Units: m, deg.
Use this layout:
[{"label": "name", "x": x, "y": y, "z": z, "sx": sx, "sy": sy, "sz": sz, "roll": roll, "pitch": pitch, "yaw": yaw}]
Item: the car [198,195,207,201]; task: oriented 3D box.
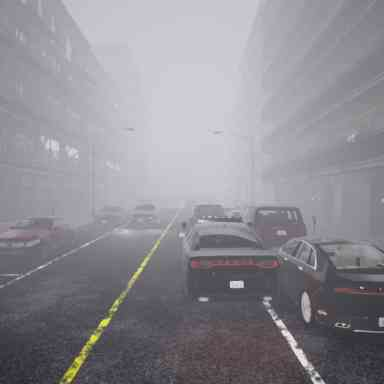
[{"label": "car", "x": 2.673, "y": 1.511, "z": 86.132, "sx": 2.008, "sy": 1.369, "sz": 4.403, "roll": 1, "pitch": 0, "yaw": 0}]

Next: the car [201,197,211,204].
[{"label": "car", "x": 2.681, "y": 1.564, "z": 63.451, "sx": 1.802, "sy": 1.307, "sz": 4.206, "roll": 1, "pitch": 0, "yaw": 0}]

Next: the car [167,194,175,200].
[{"label": "car", "x": -5.707, "y": 1.394, "z": 91.867, "sx": 1.967, "sy": 1.590, "sz": 4.097, "roll": 1, "pitch": 0, "yaw": 0}]

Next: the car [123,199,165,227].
[{"label": "car", "x": -3.110, "y": 1.503, "z": 22.663, "sx": 1.837, "sy": 1.490, "sz": 4.892, "roll": 0, "pitch": 0, "yaw": 0}]

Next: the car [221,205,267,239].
[{"label": "car", "x": 2.694, "y": 1.526, "z": 18.253, "sx": 1.752, "sy": 1.417, "sz": 4.829, "roll": 1, "pitch": 0, "yaw": 0}]

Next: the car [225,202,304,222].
[{"label": "car", "x": 2.699, "y": 1.316, "z": 12.412, "sx": 2.192, "sy": 1.841, "sz": 5.009, "roll": 1, "pitch": 0, "yaw": 0}]

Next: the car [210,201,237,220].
[{"label": "car", "x": 2.691, "y": 1.543, "z": 29.424, "sx": 1.887, "sy": 1.381, "sz": 4.507, "roll": 1, "pitch": 0, "yaw": 0}]

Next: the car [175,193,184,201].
[{"label": "car", "x": -3.028, "y": 1.186, "z": 82.123, "sx": 2.150, "sy": 2.045, "sz": 5.566, "roll": 0, "pitch": 0, "yaw": 0}]

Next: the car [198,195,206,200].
[{"label": "car", "x": 2.671, "y": 1.505, "z": 91.803, "sx": 2.008, "sy": 1.369, "sz": 4.403, "roll": 1, "pitch": 0, "yaw": 0}]

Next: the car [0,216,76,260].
[{"label": "car", "x": -5.685, "y": 1.583, "z": 12.467, "sx": 1.802, "sy": 1.307, "sz": 4.206, "roll": 1, "pitch": 0, "yaw": 0}]

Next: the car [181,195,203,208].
[{"label": "car", "x": -0.004, "y": 1.485, "z": 44.917, "sx": 2.128, "sy": 1.511, "sz": 4.902, "roll": 0, "pitch": 0, "yaw": 0}]

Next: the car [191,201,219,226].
[{"label": "car", "x": 0.836, "y": 1.505, "z": 24.349, "sx": 1.837, "sy": 1.490, "sz": 4.892, "roll": 0, "pitch": 0, "yaw": 0}]

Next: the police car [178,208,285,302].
[{"label": "police car", "x": 0.694, "y": 1.426, "z": 8.444, "sx": 1.930, "sy": 1.638, "sz": 5.238, "roll": 0, "pitch": 0, "yaw": -2}]

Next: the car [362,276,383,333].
[{"label": "car", "x": 2.700, "y": 1.551, "z": 1.070, "sx": 2.008, "sy": 1.369, "sz": 4.403, "roll": 1, "pitch": 0, "yaw": 0}]

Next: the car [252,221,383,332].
[{"label": "car", "x": 2.698, "y": 1.552, "z": 6.741, "sx": 2.008, "sy": 1.369, "sz": 4.403, "roll": 1, "pitch": 0, "yaw": 0}]

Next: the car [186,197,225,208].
[{"label": "car", "x": 0.858, "y": 1.352, "z": 18.318, "sx": 2.097, "sy": 1.767, "sz": 4.553, "roll": 0, "pitch": 0, "yaw": 0}]

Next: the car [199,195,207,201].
[{"label": "car", "x": 2.675, "y": 1.511, "z": 80.462, "sx": 1.887, "sy": 1.381, "sz": 4.507, "roll": 1, "pitch": 0, "yaw": 0}]

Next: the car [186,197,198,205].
[{"label": "car", "x": -0.020, "y": 1.549, "z": 58.527, "sx": 1.994, "sy": 1.385, "sz": 4.181, "roll": 0, "pitch": 0, "yaw": 0}]

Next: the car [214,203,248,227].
[{"label": "car", "x": 2.692, "y": 1.544, "z": 23.754, "sx": 1.887, "sy": 1.381, "sz": 4.507, "roll": 1, "pitch": 0, "yaw": 0}]

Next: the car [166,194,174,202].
[{"label": "car", "x": -5.704, "y": 1.538, "z": 74.853, "sx": 1.947, "sy": 1.339, "sz": 4.313, "roll": 1, "pitch": 0, "yaw": 0}]

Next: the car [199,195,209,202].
[{"label": "car", "x": 2.678, "y": 1.412, "z": 74.790, "sx": 1.967, "sy": 1.590, "sz": 4.097, "roll": 1, "pitch": 0, "yaw": 0}]

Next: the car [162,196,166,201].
[{"label": "car", "x": -5.696, "y": 1.541, "z": 52.167, "sx": 2.008, "sy": 1.369, "sz": 4.403, "roll": 1, "pitch": 0, "yaw": 0}]

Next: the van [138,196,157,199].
[{"label": "van", "x": -5.690, "y": 1.337, "z": 40.825, "sx": 1.690, "sy": 1.788, "sz": 3.998, "roll": 1, "pitch": 0, "yaw": 0}]

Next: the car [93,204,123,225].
[{"label": "car", "x": -5.688, "y": 1.566, "z": 23.810, "sx": 1.947, "sy": 1.339, "sz": 4.313, "roll": 1, "pitch": 0, "yaw": 0}]

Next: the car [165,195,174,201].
[{"label": "car", "x": -5.707, "y": 1.511, "z": 86.195, "sx": 2.008, "sy": 1.369, "sz": 4.403, "roll": 1, "pitch": 0, "yaw": 0}]

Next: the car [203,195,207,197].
[{"label": "car", "x": 2.683, "y": 1.426, "z": 57.779, "sx": 1.967, "sy": 1.590, "sz": 4.097, "roll": 1, "pitch": 0, "yaw": 0}]
